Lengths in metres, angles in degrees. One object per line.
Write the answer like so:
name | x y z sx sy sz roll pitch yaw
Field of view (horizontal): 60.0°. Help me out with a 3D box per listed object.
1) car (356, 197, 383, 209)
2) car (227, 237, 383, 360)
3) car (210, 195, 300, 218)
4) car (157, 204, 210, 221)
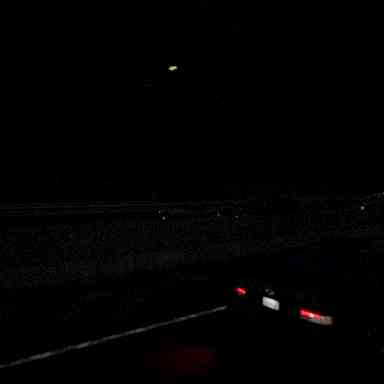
car | 18.694 1.246 33.819 4.902 1.511 2.128 -1 1 -34
car | 3.114 1.547 5.929 5.357 1.411 2.033 0 0 -35
car | 4.046 1.208 19.630 5.566 2.045 2.150 0 0 -35
car | -0.207 1.587 25.197 4.718 1.301 1.895 0 0 -35
